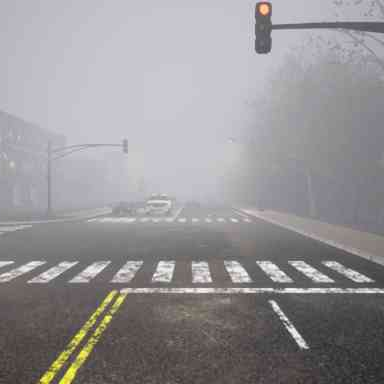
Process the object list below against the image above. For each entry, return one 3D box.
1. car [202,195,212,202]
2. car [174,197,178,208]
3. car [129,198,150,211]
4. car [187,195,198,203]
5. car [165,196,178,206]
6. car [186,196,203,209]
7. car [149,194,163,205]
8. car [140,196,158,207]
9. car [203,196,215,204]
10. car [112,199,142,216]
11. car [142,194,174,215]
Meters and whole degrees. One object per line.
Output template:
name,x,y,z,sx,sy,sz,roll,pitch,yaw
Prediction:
car,3.324,1.510,74.730,2.033,1.411,5.357,0,0,0
car,-3.298,1.586,43.780,1.895,1.301,4.718,0,0,1
car,-6.544,1.550,42.052,1.994,1.385,4.181,0,0,1
car,0.168,1.465,68.813,2.128,1.511,4.902,0,0,0
car,-3.285,1.485,53.929,1.837,1.490,4.892,0,0,0
car,0.150,1.585,45.505,1.895,1.301,4.718,0,0,0
car,-6.502,1.329,61.166,2.097,1.767,4.553,0,0,0
car,-6.537,1.473,51.112,2.128,1.511,4.902,0,0,0
car,3.414,1.576,64.712,1.895,1.301,4.718,0,0,0
car,-6.563,1.591,33.022,1.895,1.301,4.718,0,0,0
car,-3.309,1.211,33.729,2.150,2.045,5.566,0,0,0
